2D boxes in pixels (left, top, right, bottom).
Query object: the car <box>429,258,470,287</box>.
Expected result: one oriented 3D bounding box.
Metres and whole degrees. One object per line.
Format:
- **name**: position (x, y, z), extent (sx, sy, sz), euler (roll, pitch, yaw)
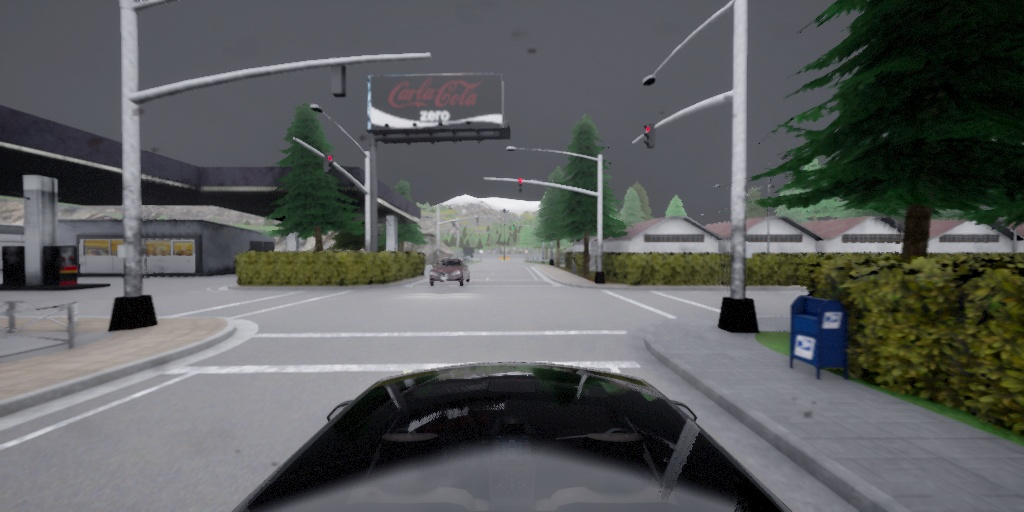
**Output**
- **car**: position (-3.508, 0.849, 20.834), extent (1.812, 1.442, 4.674), euler (0, 1, 0)
